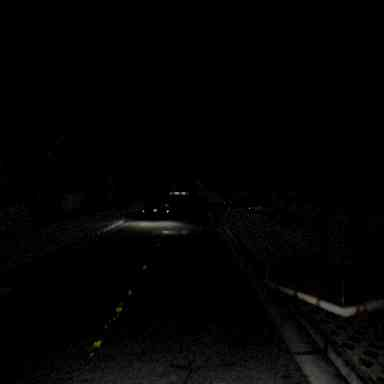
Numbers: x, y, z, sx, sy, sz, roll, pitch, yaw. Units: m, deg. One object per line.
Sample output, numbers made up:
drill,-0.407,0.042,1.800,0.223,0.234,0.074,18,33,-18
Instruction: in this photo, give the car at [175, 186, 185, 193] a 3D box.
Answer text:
car,-2.761,-0.592,78.033,1.837,1.490,4.892,0,3,0

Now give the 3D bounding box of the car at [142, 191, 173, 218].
car,-2.754,0.989,27.604,2.150,2.045,5.566,0,1,0

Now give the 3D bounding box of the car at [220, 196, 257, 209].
car,5.215,1.177,37.027,4.181,1.385,1.994,0,1,-34
